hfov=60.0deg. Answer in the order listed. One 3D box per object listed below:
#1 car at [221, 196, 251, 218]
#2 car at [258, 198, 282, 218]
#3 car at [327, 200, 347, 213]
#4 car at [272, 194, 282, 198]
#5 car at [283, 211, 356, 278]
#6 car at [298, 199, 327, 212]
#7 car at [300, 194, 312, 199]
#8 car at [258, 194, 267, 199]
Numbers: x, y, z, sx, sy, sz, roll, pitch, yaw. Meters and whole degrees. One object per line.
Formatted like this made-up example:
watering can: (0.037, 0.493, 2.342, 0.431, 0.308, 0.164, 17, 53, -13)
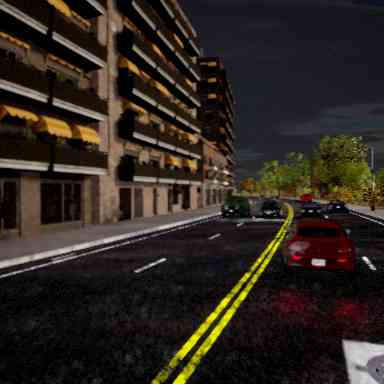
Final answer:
car: (4.368, 1.368, 32.515, 2.150, 2.045, 5.566, 0, -1, 18)
car: (7.431, 1.623, 31.435, 1.837, 1.490, 4.892, 0, -1, 18)
car: (16.463, 1.651, 38.060, 1.994, 1.385, 4.181, 0, 0, 17)
car: (19.450, 1.350, 76.303, 1.837, 1.490, 4.892, 0, 0, 12)
car: (3.880, 1.556, 10.294, 1.812, 1.442, 4.674, 0, 0, 20)
car: (10.606, 1.635, 29.939, 2.033, 1.411, 5.357, 0, 0, 17)
car: (26.118, 1.409, 76.420, 2.150, 2.045, 5.566, 0, 0, 12)
car: (16.278, 1.233, 77.018, 2.097, 1.767, 4.553, 0, 0, 12)
